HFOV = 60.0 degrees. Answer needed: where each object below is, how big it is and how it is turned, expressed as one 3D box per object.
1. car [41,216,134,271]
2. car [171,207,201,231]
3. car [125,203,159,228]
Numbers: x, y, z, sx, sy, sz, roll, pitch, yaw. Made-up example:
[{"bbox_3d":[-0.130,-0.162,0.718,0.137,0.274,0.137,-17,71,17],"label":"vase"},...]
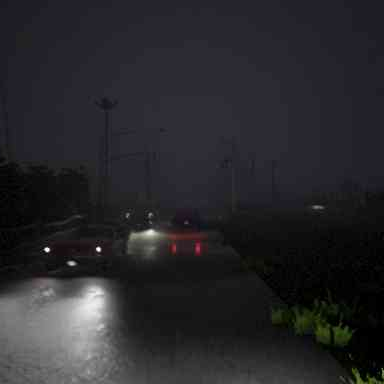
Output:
[{"bbox_3d":[-3.425,1.739,11.585,1.895,1.301,4.718,0,-1,-1],"label":"car"},{"bbox_3d":[-0.385,1.741,22.590,1.882,1.535,5.008,0,-1,-1],"label":"car"},{"bbox_3d":[-3.628,1.639,24.458,2.097,1.767,4.553,0,-1,-1],"label":"car"}]
